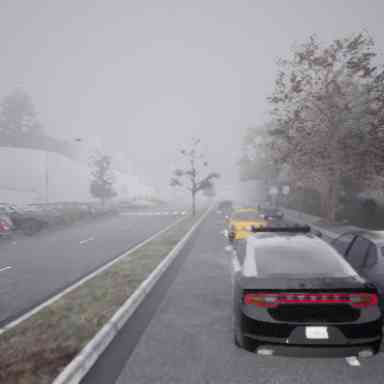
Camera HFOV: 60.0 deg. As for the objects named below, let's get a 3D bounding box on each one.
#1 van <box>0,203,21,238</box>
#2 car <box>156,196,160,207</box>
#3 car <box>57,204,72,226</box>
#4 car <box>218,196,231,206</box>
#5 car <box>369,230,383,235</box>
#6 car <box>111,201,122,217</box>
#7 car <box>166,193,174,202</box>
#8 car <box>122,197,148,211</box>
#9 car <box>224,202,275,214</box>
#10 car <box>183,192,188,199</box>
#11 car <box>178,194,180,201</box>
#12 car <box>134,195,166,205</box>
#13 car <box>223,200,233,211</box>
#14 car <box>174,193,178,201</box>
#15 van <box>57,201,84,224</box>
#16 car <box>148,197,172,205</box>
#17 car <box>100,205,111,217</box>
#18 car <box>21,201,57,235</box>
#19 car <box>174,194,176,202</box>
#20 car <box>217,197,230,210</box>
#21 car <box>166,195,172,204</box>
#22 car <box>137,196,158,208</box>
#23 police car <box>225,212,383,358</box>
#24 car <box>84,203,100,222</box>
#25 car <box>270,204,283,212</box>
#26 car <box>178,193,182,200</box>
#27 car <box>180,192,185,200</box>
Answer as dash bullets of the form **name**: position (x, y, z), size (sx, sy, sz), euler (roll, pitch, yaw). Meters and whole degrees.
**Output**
- **van**: position (-11.950, 1.719, 17.748), size (4.442, 1.987, 1.878), euler (-2, -1, -14)
- **car**: position (-8.317, 1.997, 56.468), size (4.674, 1.452, 2.002), euler (-2, 0, -15)
- **car**: position (-11.474, 1.953, 23.651), size (4.892, 1.521, 2.231), euler (-2, 0, -15)
- **car**: position (5.704, 1.555, 57.747), size (2.128, 1.511, 4.902), euler (-2, 0, 5)
- **car**: position (3.939, 1.497, 6.841), size (2.033, 1.411, 5.357), euler (-2, 0, 5)
- **car**: position (-10.304, 1.986, 35.560), size (4.792, 1.488, 2.163), euler (-2, -1, -15)
- **car**: position (-7.199, 1.645, 68.415), size (5.566, 2.045, 2.435), euler (-2, 0, -15)
- **car**: position (-9.151, 1.991, 47.510), size (4.792, 1.488, 2.163), euler (-2, -1, -15)
- **car**: position (2.649, 1.487, 16.462), size (1.801, 1.575, 5.366), euler (-2, 0, 5)
- **car**: position (-4.850, 1.320, 92.341), size (5.566, 2.045, 2.435), euler (-3, 0, -15)
- **car**: position (-6.014, 1.795, 80.382), size (4.674, 1.452, 2.002), euler (-3, 0, -14)
- **car**: position (-8.009, 1.700, 59.471), size (5.566, 2.045, 2.435), euler (-2, 0, -14)
- **car**: position (3.205, 1.541, 22.247), size (1.837, 1.490, 4.892), euler (-2, 0, 5)
- **car**: position (-6.336, 1.672, 77.387), size (4.553, 1.767, 2.185), euler (-3, 0, -14)
- **van**: position (-11.315, 1.732, 26.589), size (4.442, 1.987, 1.878), euler (-2, 0, -15)
- **car**: position (-6.900, 1.897, 71.402), size (4.792, 1.488, 2.163), euler (-3, 1, -14)
- **car**: position (-10.615, 1.996, 32.557), size (4.674, 1.452, 2.002), euler (-2, 0, -14)
- **car**: position (-11.750, 1.699, 20.696), size (5.566, 2.045, 2.435), euler (-2, -1, -15)
- **car**: position (-6.588, 1.877, 74.410), size (4.674, 1.452, 2.002), euler (-3, 0, -14)
- **car**: position (4.436, 1.578, 44.333), size (1.837, 1.490, 4.892), euler (-2, 0, 6)
- **car**: position (-7.273, 1.908, 65.483), size (5.366, 1.575, 1.946), euler (-2, 0, -15)
- **car**: position (-8.780, 1.966, 53.425), size (5.366, 1.575, 1.946), euler (-2, 0, -14)
- **police car**: position (1.686, 1.435, 6.428), size (1.930, 1.638, 5.238), euler (-2, 0, 5)
- **car**: position (-10.882, 1.828, 29.597), size (4.553, 1.767, 2.185), euler (-2, 0, -15)
- **car**: position (5.754, 1.575, 25.764), size (1.895, 1.301, 4.718), euler (-2, 0, 5)
- **car**: position (-5.719, 1.710, 83.367), size (5.008, 1.535, 2.097), euler (-3, 1, -14)
- **car**: position (-5.124, 1.645, 89.354), size (4.792, 1.488, 2.163), euler (-3, 0, -15)
